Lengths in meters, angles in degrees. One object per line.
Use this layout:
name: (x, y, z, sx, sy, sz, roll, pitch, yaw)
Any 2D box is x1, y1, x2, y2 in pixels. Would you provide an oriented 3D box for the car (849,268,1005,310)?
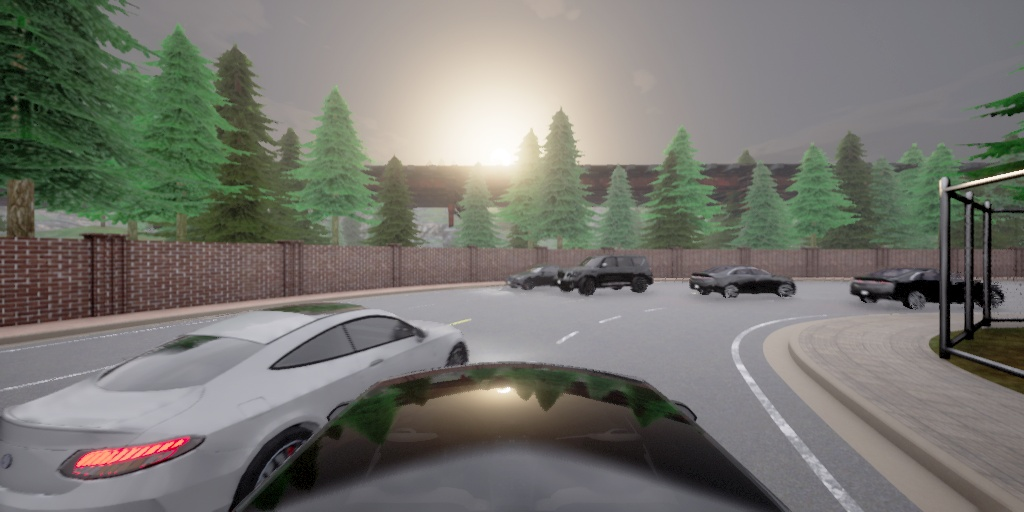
car: (16.102, 1.222, 14.011, 4.902, 1.511, 2.128, 0, 0, -2)

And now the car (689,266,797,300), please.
car: (11.028, 1.217, 17.150, 4.902, 1.511, 2.128, 0, 0, -10)

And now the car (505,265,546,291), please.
car: (1.861, 1.244, 21.477, 4.674, 1.442, 1.812, 0, 0, -29)

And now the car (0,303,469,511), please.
car: (-2.127, 1.272, 4.149, 1.812, 1.442, 4.674, 0, 0, 17)

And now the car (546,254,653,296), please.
car: (4.896, 0.943, 19.102, 5.566, 2.045, 2.150, 0, -1, -23)
